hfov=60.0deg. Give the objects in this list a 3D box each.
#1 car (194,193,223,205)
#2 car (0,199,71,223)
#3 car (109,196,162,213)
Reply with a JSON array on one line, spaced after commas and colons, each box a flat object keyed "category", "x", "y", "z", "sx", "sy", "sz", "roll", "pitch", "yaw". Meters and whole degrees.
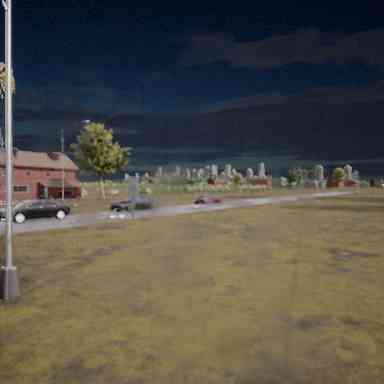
[{"category": "car", "x": 2.071, "y": 0.868, "z": 41.142, "sx": 1.994, "sy": 1.385, "sz": 4.181, "roll": 1, "pitch": 2, "yaw": 34}, {"category": "car", "x": -10.925, "y": 1.258, "z": 23.189, "sx": 1.837, "sy": 1.490, "sz": 4.892, "roll": 1, "pitch": 2, "yaw": 37}, {"category": "car", "x": -5.127, "y": 1.104, "z": 31.166, "sx": 2.033, "sy": 1.411, "sz": 5.357, "roll": 1, "pitch": 2, "yaw": 36}]
